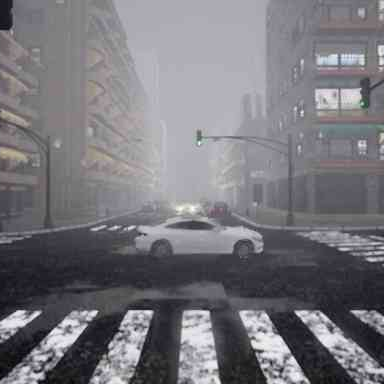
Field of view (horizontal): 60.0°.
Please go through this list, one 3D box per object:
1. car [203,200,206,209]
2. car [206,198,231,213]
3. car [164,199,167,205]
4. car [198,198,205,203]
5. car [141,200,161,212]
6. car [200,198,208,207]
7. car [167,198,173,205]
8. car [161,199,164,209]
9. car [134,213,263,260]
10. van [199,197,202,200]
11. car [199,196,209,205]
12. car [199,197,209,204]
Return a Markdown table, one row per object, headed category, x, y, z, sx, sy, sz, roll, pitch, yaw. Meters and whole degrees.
| category | x | y | z | sx | sy | sz | roll | pitch | yaw |
| --- | --- | --- | --- | --- | --- | --- | --- | --- | --- |
| car | 2.699 | 1.864 | 38.182 | 2.008 | 1.369 | 4.403 | 0 | 0 | 0 |
| car | 2.699 | 1.708 | 32.650 | 1.967 | 1.590 | 4.097 | 0 | 0 | 0 |
| car | -5.678 | 2.018 | 54.788 | 1.947 | 1.339 | 4.313 | 0 | 0 | 0 |
| car | 2.710 | 2.333 | 93.523 | 1.887 | 1.381 | 4.507 | 0 | -1 | 0 |
| car | -5.681 | 1.910 | 43.719 | 2.008 | 1.369 | 4.403 | 0 | 0 | 0 |
| car | 2.703 | 2.034 | 54.785 | 1.802 | 1.307 | 4.206 | 0 | 0 | 0 |
| car | -5.675 | 2.140 | 71.389 | 1.887 | 1.381 | 4.507 | 0 | 0 | 0 |
| car | -5.679 | 1.987 | 49.253 | 1.802 | 1.307 | 4.206 | 0 | 0 | 0 |
| car | 0.246 | 1.628 | 12.303 | 4.674 | 1.442 | 1.812 | 0 | 0 | 0 |
| van | 2.705 | 1.888 | 65.855 | 1.690 | 1.788 | 3.998 | 0 | 0 | 0 |
| car | 2.708 | 1.958 | 76.923 | 2.192 | 1.841 | 5.009 | 0 | 0 | 0 |
| car | 2.704 | 2.081 | 60.319 | 1.802 | 1.307 | 4.206 | 0 | 0 | 0 |
